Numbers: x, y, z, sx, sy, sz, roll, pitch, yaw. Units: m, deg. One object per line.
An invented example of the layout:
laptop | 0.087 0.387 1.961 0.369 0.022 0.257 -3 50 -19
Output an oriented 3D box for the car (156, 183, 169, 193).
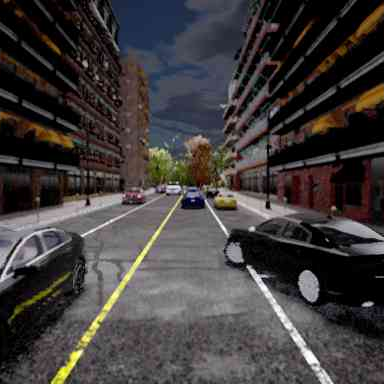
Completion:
car | -5.787 -0.881 66.419 2.192 1.841 5.009 1 2 0

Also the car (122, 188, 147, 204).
car | -5.688 0.343 33.032 1.967 1.590 4.097 1 2 0

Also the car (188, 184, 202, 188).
car | 0.101 0.001 45.979 1.812 1.442 4.674 0 2 0

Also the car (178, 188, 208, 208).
car | 0.093 0.602 28.937 1.994 1.385 4.181 0 2 0

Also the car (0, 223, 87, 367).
car | -3.098 1.318 5.077 2.128 1.511 4.902 0 2 0

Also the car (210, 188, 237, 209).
car | 2.717 0.607 27.605 1.752 1.417 4.829 1 2 0

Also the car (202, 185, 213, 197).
car | 2.785 0.081 44.773 1.947 1.339 4.313 1 2 0

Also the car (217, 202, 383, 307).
car | 2.515 1.221 7.585 1.882 1.535 5.008 0 2 -19

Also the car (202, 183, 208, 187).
car | 2.854 -0.310 55.430 1.752 1.417 4.829 1 2 0

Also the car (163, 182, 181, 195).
car | -2.988 -0.565 53.927 2.150 2.045 5.566 0 2 0

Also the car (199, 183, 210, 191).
car | 2.864 -1.246 77.513 2.192 1.841 5.009 1 2 0

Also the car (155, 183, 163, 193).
car | -5.792 -0.463 60.862 2.008 1.369 4.403 1 2 0
